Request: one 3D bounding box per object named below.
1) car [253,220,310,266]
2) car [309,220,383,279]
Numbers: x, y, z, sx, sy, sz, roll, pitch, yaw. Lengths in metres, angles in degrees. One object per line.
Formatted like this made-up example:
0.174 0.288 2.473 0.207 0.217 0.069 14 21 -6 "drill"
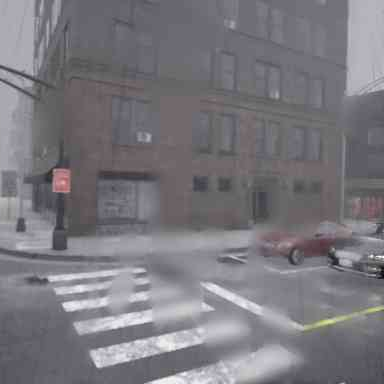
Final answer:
4.105 1.661 11.679 4.206 1.307 1.802 2 0 -30 "car"
6.125 1.641 9.869 4.902 1.511 2.128 2 0 -30 "car"
